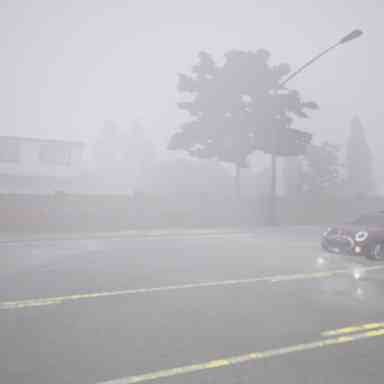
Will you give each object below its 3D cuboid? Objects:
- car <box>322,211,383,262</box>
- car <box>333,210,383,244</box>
[{"bbox_3d":[7.375,1.558,13.003,4.553,1.767,2.097,1,-1,-21],"label":"car"},{"bbox_3d":[10.263,1.775,17.843,4.902,1.511,2.128,1,-1,-21],"label":"car"}]
